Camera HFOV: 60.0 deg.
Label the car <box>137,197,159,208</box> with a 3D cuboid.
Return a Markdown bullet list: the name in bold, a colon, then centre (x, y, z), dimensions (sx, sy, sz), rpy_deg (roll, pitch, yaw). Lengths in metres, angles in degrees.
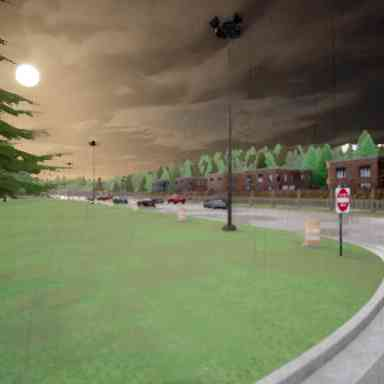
- **car**: centre (-7.282, 1.681, 52.111), dimensions (1.882, 1.535, 5.008), rpy_deg (0, -1, -26)

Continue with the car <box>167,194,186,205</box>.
- **car**: centre (-3.149, 1.491, 67.826), dimensions (2.150, 2.045, 5.566), rpy_deg (0, 0, -26)

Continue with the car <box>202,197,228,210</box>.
- **car**: centre (3.095, 1.753, 46.623), dimensions (1.994, 1.385, 4.181), rpy_deg (0, 0, -26)

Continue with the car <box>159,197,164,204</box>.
- **car**: centre (-7.240, 1.759, 68.266), dimensions (2.128, 1.511, 4.902), rpy_deg (0, 0, -26)

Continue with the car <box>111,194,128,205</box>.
- **car**: centre (-14.284, 1.608, 66.773), dimensions (2.097, 1.767, 4.553), rpy_deg (0, 0, -26)

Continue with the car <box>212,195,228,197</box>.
- **car**: centre (4.142, 1.433, 52.553), dimensions (2.150, 2.045, 5.566), rpy_deg (0, -1, -26)
